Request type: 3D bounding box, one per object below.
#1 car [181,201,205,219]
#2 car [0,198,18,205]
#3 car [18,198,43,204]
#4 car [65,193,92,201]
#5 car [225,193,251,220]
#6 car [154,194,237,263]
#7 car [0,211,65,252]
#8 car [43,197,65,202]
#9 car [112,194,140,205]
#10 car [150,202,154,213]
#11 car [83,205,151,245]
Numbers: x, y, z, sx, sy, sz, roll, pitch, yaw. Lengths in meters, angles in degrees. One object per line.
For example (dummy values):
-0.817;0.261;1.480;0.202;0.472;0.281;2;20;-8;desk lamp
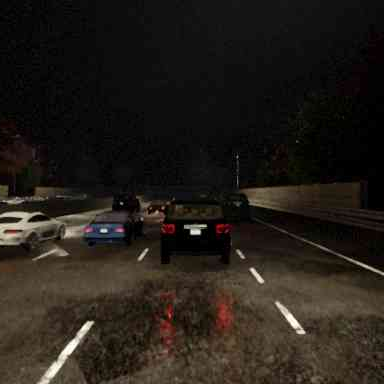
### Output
0.097;1.552;30.433;2.033;1.411;5.357;0;0;0;car
-28.042;1.617;51.883;1.895;1.301;4.718;0;0;1;car
-24.546;1.618;51.949;1.895;1.301;4.718;0;0;1;car
-17.555;1.237;52.464;2.150;2.045;5.566;0;0;1;car
3.498;1.086;27.990;2.150;2.045;5.566;0;0;0;car
0.100;1.220;12.021;2.150;2.045;5.566;0;0;0;car
-6.900;1.524;13.782;1.812;1.442;4.674;0;0;0;car
-21.054;1.543;52.386;1.812;1.442;4.674;0;0;0;car
-6.905;1.228;35.294;2.150;2.045;5.566;0;0;0;car
-3.400;1.608;34.600;1.895;1.301;4.718;0;0;0;car
-3.403;1.547;15.355;2.033;1.411;5.357;0;0;0;car
